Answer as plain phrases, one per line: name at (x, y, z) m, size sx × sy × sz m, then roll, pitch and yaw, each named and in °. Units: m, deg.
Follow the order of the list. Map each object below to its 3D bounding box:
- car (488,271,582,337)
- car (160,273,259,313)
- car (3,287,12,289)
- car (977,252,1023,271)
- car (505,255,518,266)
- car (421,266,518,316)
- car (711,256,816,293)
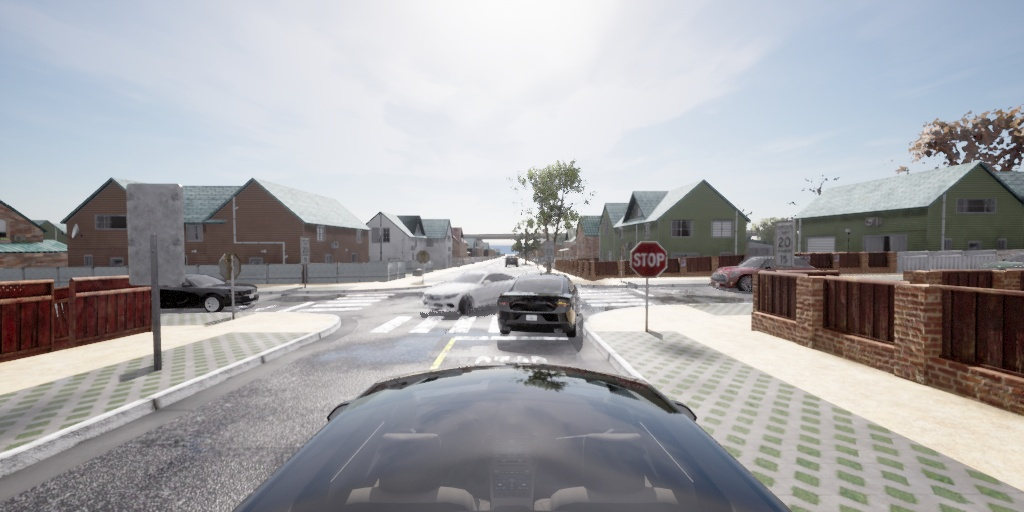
car at (0.947, 1.224, 10.384) m, size 1.882 × 1.535 × 5.008 m, roll 0°, pitch 0°, yaw 12°
car at (-13.312, 1.465, 14.859) m, size 5.008 × 1.535 × 1.882 m, roll -1°, pitch 2°, yaw -1°
car at (-23.257, 1.634, 14.780) m, size 5.008 × 1.535 × 1.882 m, roll -1°, pitch 2°, yaw -1°
car at (26.652, 0.556, 18.131) m, size 4.553 × 1.767 × 2.097 m, roll -1°, pitch 2°, yaw 0°
car at (-0.069, 0.931, 62.803) m, size 2.150 × 2.045 × 5.566 m, roll 0°, pitch 0°, yaw 0°
car at (-1.215, 1.277, 13.668) m, size 1.812 × 1.442 × 4.674 m, roll -1°, pitch -1°, yaw 39°
car at (12.557, 0.807, 18.016) m, size 4.553 × 1.767 × 2.097 m, roll -1°, pitch 2°, yaw -1°
